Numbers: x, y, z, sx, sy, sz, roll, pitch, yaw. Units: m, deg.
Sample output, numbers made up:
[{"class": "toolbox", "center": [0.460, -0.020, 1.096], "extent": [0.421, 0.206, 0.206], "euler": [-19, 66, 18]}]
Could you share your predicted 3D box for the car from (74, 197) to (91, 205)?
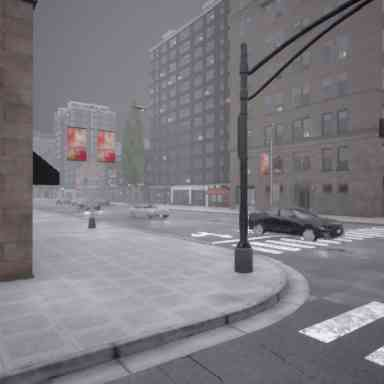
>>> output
[{"class": "car", "center": [-21.871, 1.758, 66.122], "extent": [1.837, 1.490, 4.892], "euler": [0, 0, -36]}]

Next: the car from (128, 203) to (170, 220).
[{"class": "car", "center": [-3.855, 1.696, 29.541], "extent": [1.895, 1.301, 4.718], "euler": [0, 0, -36]}]

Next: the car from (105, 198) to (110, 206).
[{"class": "car", "center": [-15.932, 1.711, 57.847], "extent": [2.128, 1.511, 4.902], "euler": [0, 0, -36]}]

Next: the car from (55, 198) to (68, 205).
[{"class": "car", "center": [-25.246, 1.802, 65.242], "extent": [2.033, 1.411, 5.357], "euler": [0, 0, -36]}]

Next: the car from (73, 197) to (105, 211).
[{"class": "car", "center": [-13.257, 1.663, 42.678], "extent": [1.837, 1.490, 4.892], "euler": [0, -1, -35]}]

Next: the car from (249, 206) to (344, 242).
[{"class": "car", "center": [5.154, 1.513, 16.994], "extent": [1.882, 1.535, 5.008], "euler": [0, 0, -36]}]

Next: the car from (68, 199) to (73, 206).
[{"class": "car", "center": [-19.046, 1.781, 56.618], "extent": [1.994, 1.385, 4.181], "euler": [0, 0, -36]}]
